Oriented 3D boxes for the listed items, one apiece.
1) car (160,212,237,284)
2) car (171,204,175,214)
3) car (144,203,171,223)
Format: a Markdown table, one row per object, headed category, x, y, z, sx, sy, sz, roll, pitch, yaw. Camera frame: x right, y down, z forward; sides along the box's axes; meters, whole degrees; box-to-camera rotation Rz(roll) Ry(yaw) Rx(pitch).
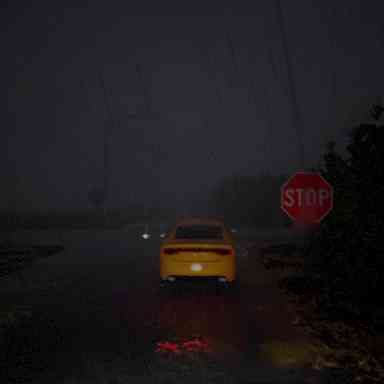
| category | x | y | z | sx | sy | sz | roll | pitch | yaw |
| --- | --- | --- | --- | --- | --- | --- | --- | --- | --- |
| car | 0.279 | 1.540 | 9.836 | 1.882 | 1.535 | 5.008 | 0 | 0 | 4 |
| car | -3.200 | 2.200 | 42.409 | 1.882 | 1.535 | 5.008 | 0 | -1 | 0 |
| car | -3.202 | 2.024 | 30.758 | 1.812 | 1.442 | 4.674 | 0 | -1 | 0 |
